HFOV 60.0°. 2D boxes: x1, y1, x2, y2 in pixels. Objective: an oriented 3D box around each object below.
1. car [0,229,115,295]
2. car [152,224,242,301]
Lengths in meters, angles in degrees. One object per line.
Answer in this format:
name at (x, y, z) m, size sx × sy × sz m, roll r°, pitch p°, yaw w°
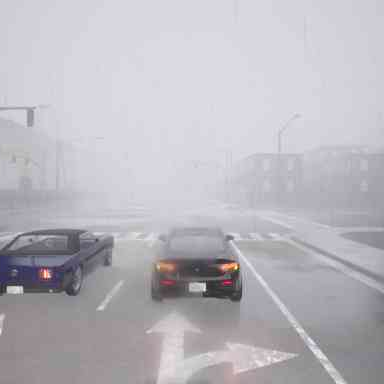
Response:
car at (-3.397, 1.601, 8.633) m, size 1.895 × 1.301 × 4.718 m, roll 0°, pitch 0°, yaw 0°
car at (0.101, 1.526, 8.200) m, size 1.812 × 1.442 × 4.674 m, roll 0°, pitch 0°, yaw 0°
